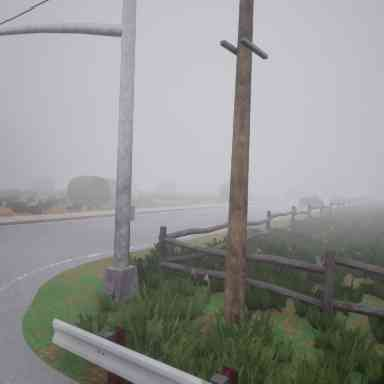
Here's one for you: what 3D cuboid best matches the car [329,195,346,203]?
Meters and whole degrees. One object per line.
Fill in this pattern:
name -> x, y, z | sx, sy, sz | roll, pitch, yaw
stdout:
car -> 24.068, 1.175, 54.828 | 1.895, 1.301, 4.718 | 3, 2, 33

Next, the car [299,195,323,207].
car -> 14.384, 1.081, 40.015 | 1.882, 1.535, 5.008 | 3, 2, 33

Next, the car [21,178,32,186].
car -> -39.104, -2.271, 79.196 | 1.905, 1.878, 3.866 | 8, 2, -13
